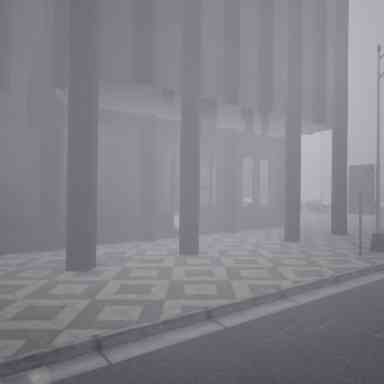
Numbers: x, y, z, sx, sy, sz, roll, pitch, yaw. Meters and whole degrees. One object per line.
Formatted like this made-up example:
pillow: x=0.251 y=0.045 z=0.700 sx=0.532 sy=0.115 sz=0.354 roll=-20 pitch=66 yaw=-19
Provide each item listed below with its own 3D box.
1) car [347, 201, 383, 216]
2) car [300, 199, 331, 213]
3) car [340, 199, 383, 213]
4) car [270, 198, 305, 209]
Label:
car: x=16.091 y=1.437 z=28.961 sx=1.752 sy=1.417 sz=4.829 roll=1 pitch=-1 yaw=-36
car: x=12.900 y=1.444 z=33.404 sx=1.887 sy=1.381 sz=4.507 roll=1 pitch=-1 yaw=-36
car: x=19.782 y=1.580 z=38.433 sx=2.008 sy=1.369 sz=4.403 roll=1 pitch=-1 yaw=-36
car: x=13.484 y=1.553 z=47.204 sx=1.887 sy=1.381 sz=4.507 roll=1 pitch=-1 yaw=-36
